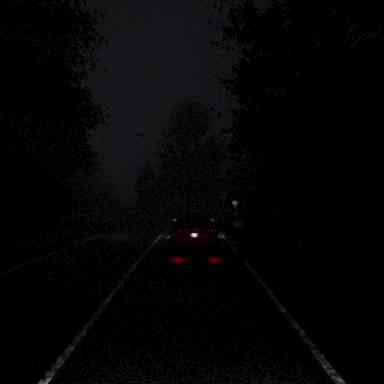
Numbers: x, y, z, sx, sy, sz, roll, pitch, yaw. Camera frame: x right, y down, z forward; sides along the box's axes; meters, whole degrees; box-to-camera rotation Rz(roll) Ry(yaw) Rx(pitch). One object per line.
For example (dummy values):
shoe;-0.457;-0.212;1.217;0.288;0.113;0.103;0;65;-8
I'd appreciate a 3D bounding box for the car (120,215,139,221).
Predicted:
car;-13.879;5.777;73.690;4.181;1.385;1.994;2;-5;-42

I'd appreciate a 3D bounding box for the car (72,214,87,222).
car;-19.271;4.522;57.208;2.033;1.411;5.357;1;-5;-11

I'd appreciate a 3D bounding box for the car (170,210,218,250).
car;0.085;1.672;14.826;1.994;1.385;4.181;0;-1;0
